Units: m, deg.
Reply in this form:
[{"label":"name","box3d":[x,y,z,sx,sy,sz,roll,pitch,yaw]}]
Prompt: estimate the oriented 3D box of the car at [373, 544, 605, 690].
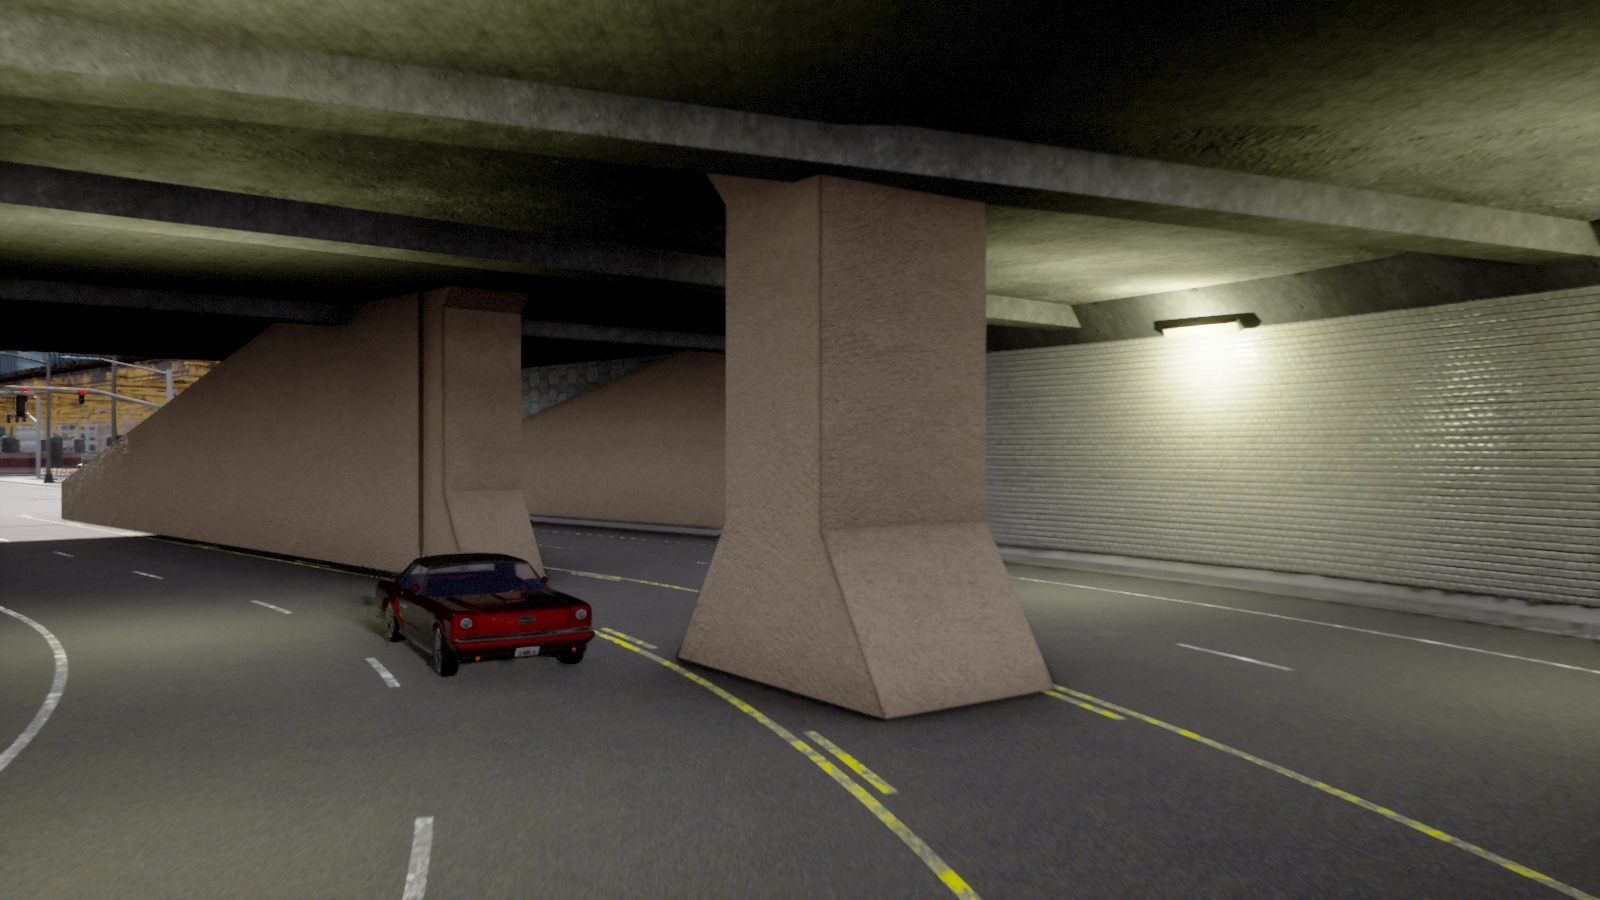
[{"label":"car","box3d":[-4.479,2.157,15.901,1.895,1.301,4.718,0,0,-31]}]
